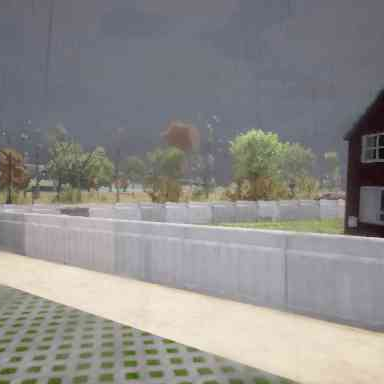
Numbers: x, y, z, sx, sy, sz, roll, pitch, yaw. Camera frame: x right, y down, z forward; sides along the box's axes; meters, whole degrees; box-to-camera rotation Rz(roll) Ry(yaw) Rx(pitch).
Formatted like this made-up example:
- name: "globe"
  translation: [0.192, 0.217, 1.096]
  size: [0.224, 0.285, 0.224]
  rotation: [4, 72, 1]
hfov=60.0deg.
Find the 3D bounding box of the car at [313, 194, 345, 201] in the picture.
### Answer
- name: "car"
  translation: [19.058, 0.962, 45.927]
  size: [5.008, 1.535, 1.882]
  rotation: [0, 2, -19]
